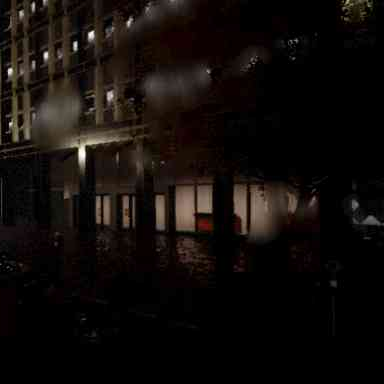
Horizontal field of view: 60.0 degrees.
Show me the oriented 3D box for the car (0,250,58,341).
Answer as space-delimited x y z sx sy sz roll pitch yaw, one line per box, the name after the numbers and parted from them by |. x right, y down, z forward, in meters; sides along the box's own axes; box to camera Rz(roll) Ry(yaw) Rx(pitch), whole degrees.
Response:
-4.003 1.631 5.737 4.206 1.307 1.802 -1 -1 35 | car
